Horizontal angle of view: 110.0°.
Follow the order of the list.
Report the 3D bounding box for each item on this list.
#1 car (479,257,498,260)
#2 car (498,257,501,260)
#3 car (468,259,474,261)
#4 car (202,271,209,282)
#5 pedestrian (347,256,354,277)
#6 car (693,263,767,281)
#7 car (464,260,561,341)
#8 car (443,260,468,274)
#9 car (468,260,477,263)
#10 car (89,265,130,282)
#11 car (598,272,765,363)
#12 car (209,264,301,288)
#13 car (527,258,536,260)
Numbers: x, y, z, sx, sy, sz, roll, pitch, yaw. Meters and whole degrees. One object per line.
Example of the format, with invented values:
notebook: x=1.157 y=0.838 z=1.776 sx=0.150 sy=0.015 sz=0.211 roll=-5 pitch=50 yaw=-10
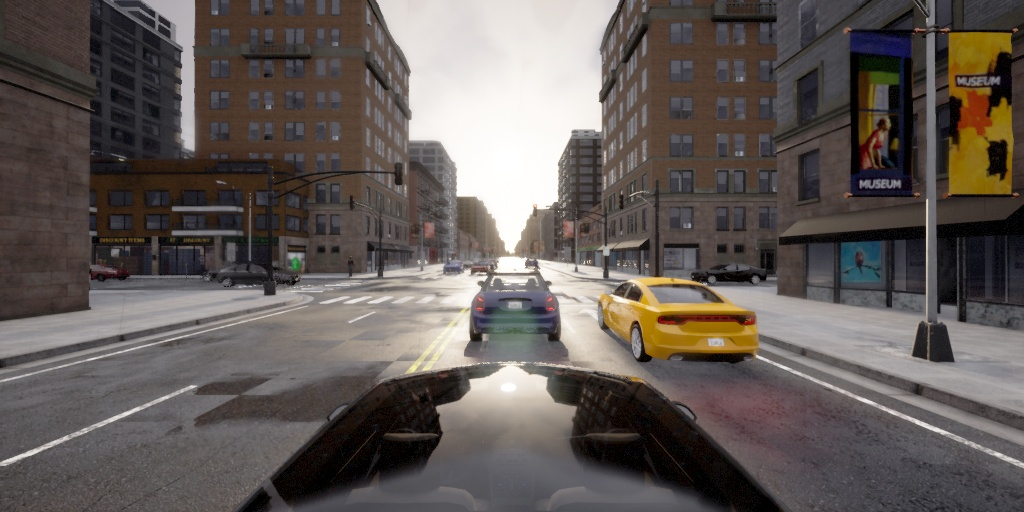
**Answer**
car: x=-3.428 y=1.099 z=48.227 sx=2.097 sy=1.767 sz=4.553 roll=0 pitch=0 yaw=0
car: x=-3.435 y=1.097 z=59.278 sx=2.097 sy=1.767 sz=4.553 roll=0 pitch=0 yaw=0
car: x=-6.684 y=1.309 z=53.189 sx=1.994 sy=1.385 sz=4.181 roll=0 pitch=0 yaw=0
car: x=-22.172 y=1.330 z=28.671 sx=4.313 sy=1.339 sz=1.948 roll=0 pitch=0 yaw=0
pedestrian: x=-14.194 y=0.920 z=31.521 sx=0.375 sy=1.860 sz=0.375 roll=0 pitch=0 yaw=0
car: x=15.840 y=1.268 z=26.363 sx=5.008 sy=1.535 sz=1.882 roll=0 pitch=0 yaw=1
car: x=0.076 y=1.102 z=10.009 sx=2.097 sy=1.767 sz=4.553 roll=0 pitch=0 yaw=0
car: x=-6.665 y=1.226 z=41.293 sx=1.882 sy=1.535 sz=5.008 roll=0 pitch=0 yaw=0
car: x=-3.415 y=1.350 z=39.319 sx=1.895 sy=1.301 sz=4.718 roll=0 pitch=0 yaw=0
car: x=-33.194 y=1.344 z=28.707 sx=4.207 sy=1.307 sz=1.802 roll=0 pitch=0 yaw=0
car: x=3.314 y=1.228 z=8.209 sx=1.882 sy=1.535 sz=5.008 roll=0 pitch=0 yaw=1
car: x=-16.136 y=1.248 z=22.993 sx=4.892 sy=1.490 sz=1.837 roll=0 pitch=0 yaw=4
car: x=3.247 y=1.095 z=60.449 sx=2.097 sy=1.767 sz=4.553 roll=0 pitch=0 yaw=0
